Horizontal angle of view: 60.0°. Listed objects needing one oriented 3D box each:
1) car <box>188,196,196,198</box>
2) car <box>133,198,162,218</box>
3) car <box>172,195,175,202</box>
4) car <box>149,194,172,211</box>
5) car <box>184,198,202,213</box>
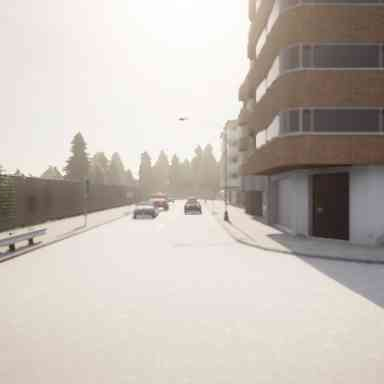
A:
[{"bbox_3d":[0.050,1.526,60.221,1.837,1.490,4.892,0,0,0],"label":"car"},{"bbox_3d":[-4.087,1.536,30.176,1.812,1.442,4.674,0,0,0],"label":"car"},{"bbox_3d":[-4.020,1.237,56.760,1.837,1.490,4.892,0,0,0],"label":"car"},{"bbox_3d":[-4.066,1.238,41.385,2.150,2.045,5.566,0,0,0],"label":"car"},{"bbox_3d":[0.086,1.613,37.428,1.895,1.301,4.718,0,0,0],"label":"car"}]
